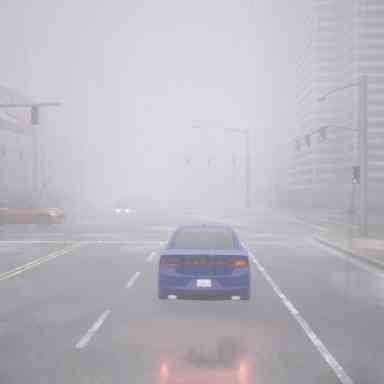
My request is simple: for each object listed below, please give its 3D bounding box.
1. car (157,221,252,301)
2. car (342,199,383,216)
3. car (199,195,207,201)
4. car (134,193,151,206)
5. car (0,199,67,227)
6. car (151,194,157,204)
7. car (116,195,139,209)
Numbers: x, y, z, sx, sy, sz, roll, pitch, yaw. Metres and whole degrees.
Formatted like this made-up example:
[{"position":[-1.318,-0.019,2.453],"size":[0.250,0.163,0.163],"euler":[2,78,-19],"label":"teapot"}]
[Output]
[{"position":[0.308,1.478,8.424],"size":[1.882,1.535,5.008],"euler":[0,0,2],"label":"car"},{"position":[17.226,1.505,32.333],"size":[4.892,1.490,1.837],"euler":[0,0,2],"label":"car"},{"position":[2.762,1.524,86.201],"size":[1.812,1.442,4.674],"euler":[0,0,2],"label":"car"},{"position":[-8.831,1.221,55.520],"size":[2.150,2.045,5.566],"euler":[0,0,2],"label":"car"},{"position":[-10.894,1.352,22.394],"size":[4.553,1.767,2.097],"euler":[0,0,2],"label":"car"},{"position":[-8.421,1.547,66.200],"size":[2.033,1.411,5.357],"euler":[0,0,3],"label":"car"},{"position":[-9.143,1.564,46.176],"size":[1.994,1.385,4.181],"euler":[0,0,2],"label":"car"}]
